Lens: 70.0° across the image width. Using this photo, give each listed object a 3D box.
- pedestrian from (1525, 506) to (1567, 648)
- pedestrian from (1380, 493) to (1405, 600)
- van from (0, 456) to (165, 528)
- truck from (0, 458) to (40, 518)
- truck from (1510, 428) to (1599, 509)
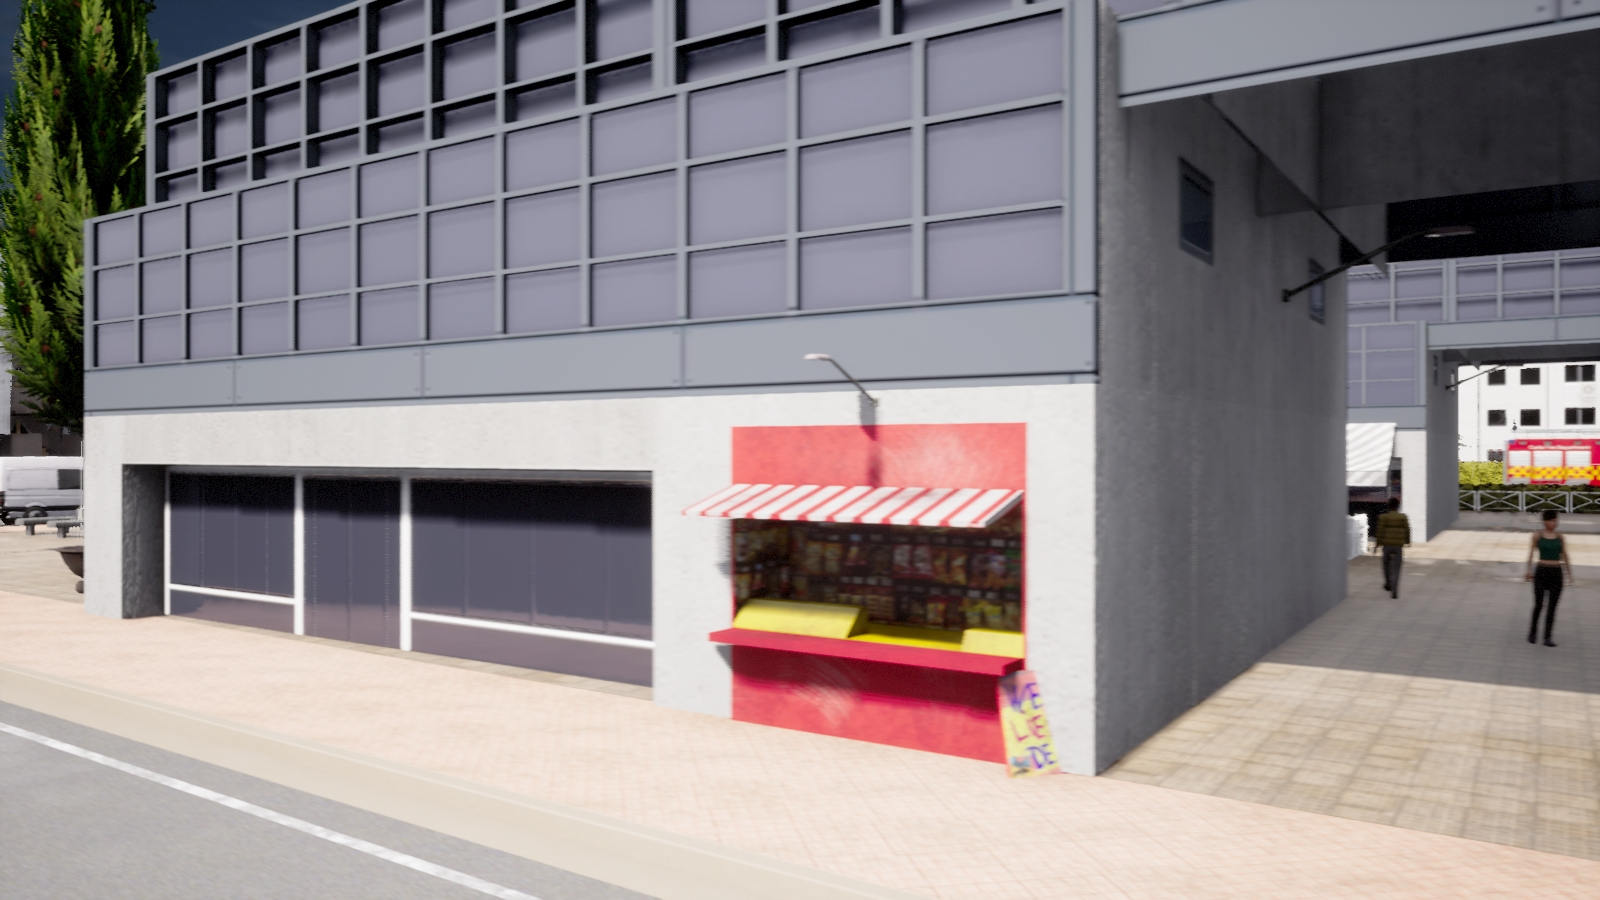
[{"bbox_3d":[10.068,1.699,15.420,0.375,1.860,0.375,0,0,14],"label":"pedestrian"},{"bbox_3d":[10.537,1.701,20.335,0.375,1.860,0.375,0,0,24],"label":"pedestrian"},{"bbox_3d":[-27.996,1.534,44.011,1.988,2.561,5.915,0,0,33],"label":"van"},{"bbox_3d":[-34.528,1.568,46.636,2.627,2.467,5.204,0,0,33],"label":"truck"},{"bbox_3d":[39.148,0.891,54.919,8.468,3.827,2.891,0,0,33],"label":"truck"}]
